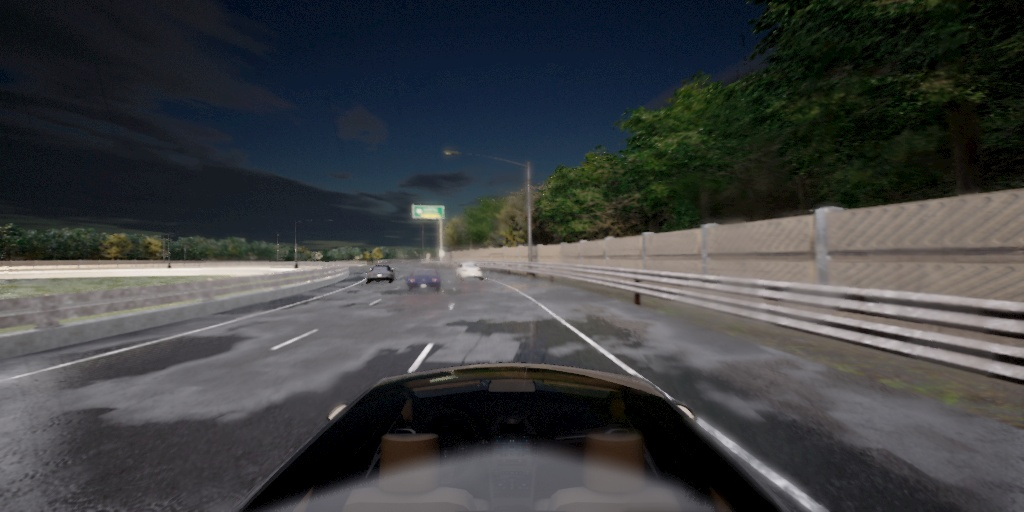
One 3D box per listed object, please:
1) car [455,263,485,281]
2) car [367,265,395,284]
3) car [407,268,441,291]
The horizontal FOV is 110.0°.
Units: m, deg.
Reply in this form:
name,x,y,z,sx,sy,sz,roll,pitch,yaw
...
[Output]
name,x,y,z,sx,sy,sz,roll,pitch,yaw
car,-3.637,1.287,30.221,1.812,1.442,4.674,-1,0,-15
car,-10.647,1.450,29.304,1.994,1.385,4.181,-1,0,-15
car,-5.392,1.407,22.425,1.895,1.301,4.718,-1,0,-11
